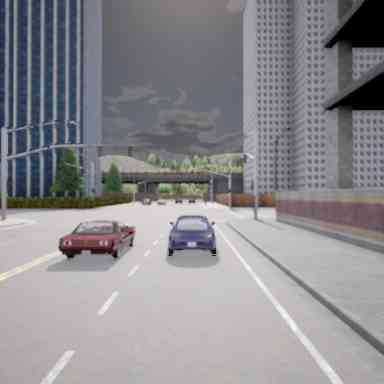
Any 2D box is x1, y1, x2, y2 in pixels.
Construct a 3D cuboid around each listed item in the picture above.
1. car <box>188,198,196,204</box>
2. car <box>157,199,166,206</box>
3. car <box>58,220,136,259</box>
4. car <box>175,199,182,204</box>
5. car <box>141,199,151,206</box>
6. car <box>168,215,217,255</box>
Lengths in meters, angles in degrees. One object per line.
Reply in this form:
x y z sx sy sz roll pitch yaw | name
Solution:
0.007 2.445 87.950 1.837 1.490 4.892 0 -1 0 | car
-6.994 2.323 76.770 1.882 1.535 5.008 0 -1 0 | car
-3.486 1.748 13.227 1.895 1.301 4.718 0 -1 0 | car
-3.493 2.469 87.950 1.812 1.442 4.674 0 -1 0 | car
-10.494 2.370 76.768 2.128 1.511 4.902 0 -1 0 | car
0.021 1.679 13.878 1.812 1.442 4.674 0 0 0 | car
